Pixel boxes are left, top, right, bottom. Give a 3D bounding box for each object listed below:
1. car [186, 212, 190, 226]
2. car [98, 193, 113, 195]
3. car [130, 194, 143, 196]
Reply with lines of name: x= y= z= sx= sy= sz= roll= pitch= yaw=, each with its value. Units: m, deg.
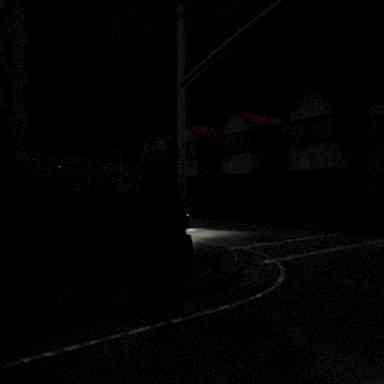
car: x=-2.070 y=1.353 z=21.665 sx=2.097 sy=1.767 sz=4.553 roll=0 pitch=0 yaw=-36
car: x=-19.140 y=1.251 z=75.638 sx=3.806 sy=1.475 sz=1.970 roll=0 pitch=0 yaw=-36
car: x=-11.288 y=1.318 z=76.844 sx=4.514 sy=1.523 sz=2.007 roll=0 pitch=0 yaw=-36
